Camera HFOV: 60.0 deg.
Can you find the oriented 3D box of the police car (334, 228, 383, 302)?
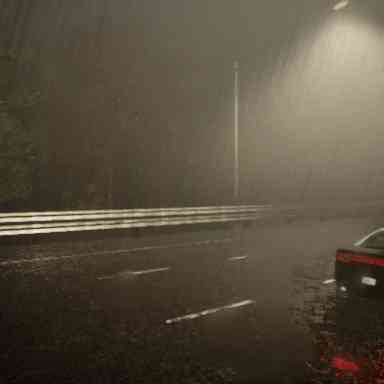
[{"bbox_3d":[5.378,1.430,7.546,5.238,1.638,1.930,0,0,-34],"label":"police car"}]
